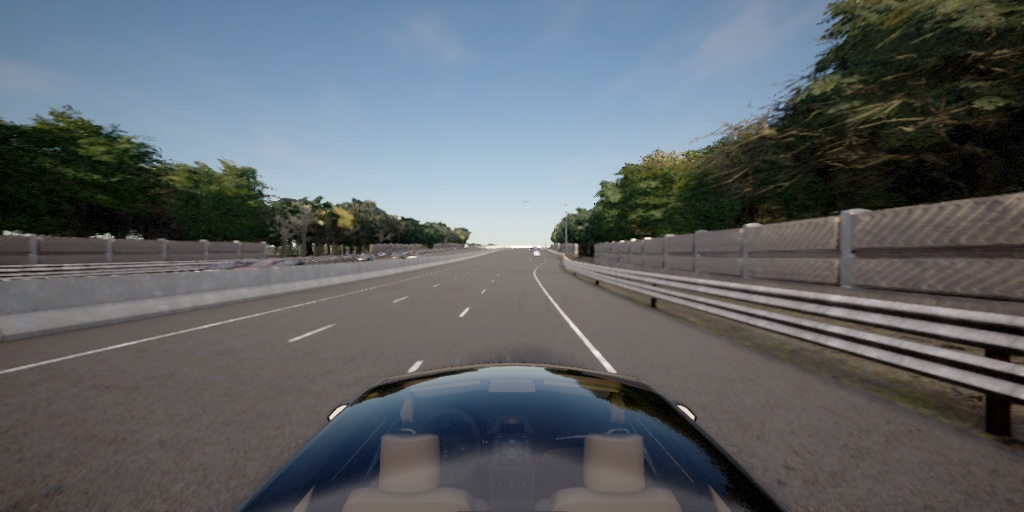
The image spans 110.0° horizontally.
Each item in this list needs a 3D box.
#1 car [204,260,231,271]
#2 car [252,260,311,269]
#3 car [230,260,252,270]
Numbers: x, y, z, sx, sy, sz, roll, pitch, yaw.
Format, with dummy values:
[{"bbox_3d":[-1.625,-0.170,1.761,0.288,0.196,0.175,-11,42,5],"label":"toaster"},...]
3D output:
[{"bbox_3d":[-24.183,1.112,31.189,2.128,1.511,4.902,0,1,2],"label":"car"},{"bbox_3d":[-17.280,1.177,27.826,1.837,1.490,4.892,0,0,2],"label":"car"},{"bbox_3d":[-20.711,1.112,30.367,1.882,1.535,5.008,0,1,2],"label":"car"}]
